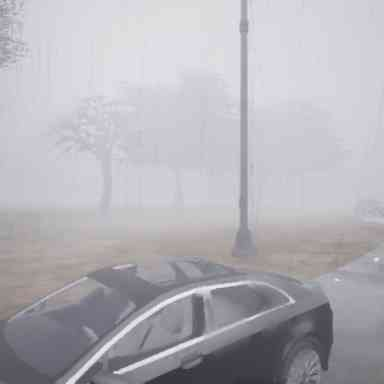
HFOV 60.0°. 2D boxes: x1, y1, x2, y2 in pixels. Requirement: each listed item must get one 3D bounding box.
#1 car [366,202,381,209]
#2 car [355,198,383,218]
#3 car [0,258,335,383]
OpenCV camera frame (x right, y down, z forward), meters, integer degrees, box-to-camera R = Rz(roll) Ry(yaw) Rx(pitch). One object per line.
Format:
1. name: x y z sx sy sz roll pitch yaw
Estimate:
1. car: 39.096 2.831 71.571 1.895 1.301 4.718 0 -1 39
2. car: 20.221 1.763 37.953 2.150 2.045 5.566 1 -1 14
3. car: -0.510 1.515 3.218 4.902 1.511 2.128 0 0 -39
